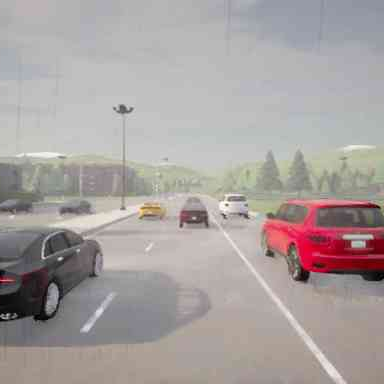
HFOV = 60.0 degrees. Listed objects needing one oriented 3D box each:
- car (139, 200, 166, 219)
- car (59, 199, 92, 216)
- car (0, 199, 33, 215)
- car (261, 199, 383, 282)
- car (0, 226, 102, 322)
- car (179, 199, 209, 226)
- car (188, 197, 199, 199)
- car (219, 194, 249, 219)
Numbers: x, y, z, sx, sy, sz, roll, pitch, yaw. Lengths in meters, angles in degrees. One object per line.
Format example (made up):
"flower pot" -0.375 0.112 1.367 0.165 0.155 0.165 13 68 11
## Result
"car" -3.356 1.481 29.044 1.882 1.535 5.008 0 0 0
"car" -11.479 1.479 33.045 1.882 1.535 5.008 0 0 1
"car" -18.464 1.477 34.589 1.882 1.535 5.008 0 0 0
"car" 3.615 1.224 9.894 2.150 2.045 5.566 0 0 0
"car" -3.379 1.505 7.274 1.837 1.490 4.892 0 0 0
"car" 0.136 1.482 23.240 1.882 1.535 5.008 0 0 0
"car" 0.164 1.359 41.641 2.097 1.767 4.553 0 0 0
"car" 3.645 1.228 29.656 2.150 2.045 5.566 0 0 0
